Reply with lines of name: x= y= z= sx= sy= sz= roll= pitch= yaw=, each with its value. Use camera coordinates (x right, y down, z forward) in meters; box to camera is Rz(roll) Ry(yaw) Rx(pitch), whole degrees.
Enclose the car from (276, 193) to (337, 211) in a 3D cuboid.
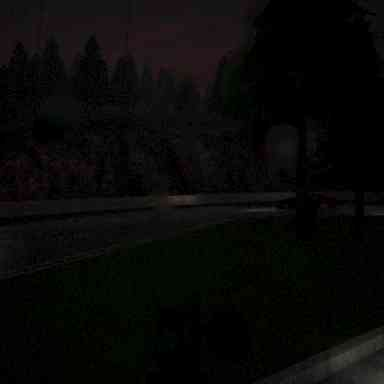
car: x=9.894 y=0.834 z=29.053 sx=5.008 sy=1.535 sz=1.882 roll=-1 pitch=0 yaw=12
